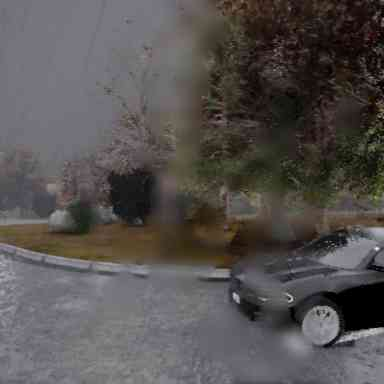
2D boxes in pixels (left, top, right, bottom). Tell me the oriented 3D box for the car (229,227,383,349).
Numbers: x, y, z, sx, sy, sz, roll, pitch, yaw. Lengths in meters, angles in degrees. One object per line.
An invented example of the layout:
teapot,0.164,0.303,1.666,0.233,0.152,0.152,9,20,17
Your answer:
car,3.124,1.388,5.852,5.008,1.535,1.882,0,1,-14
